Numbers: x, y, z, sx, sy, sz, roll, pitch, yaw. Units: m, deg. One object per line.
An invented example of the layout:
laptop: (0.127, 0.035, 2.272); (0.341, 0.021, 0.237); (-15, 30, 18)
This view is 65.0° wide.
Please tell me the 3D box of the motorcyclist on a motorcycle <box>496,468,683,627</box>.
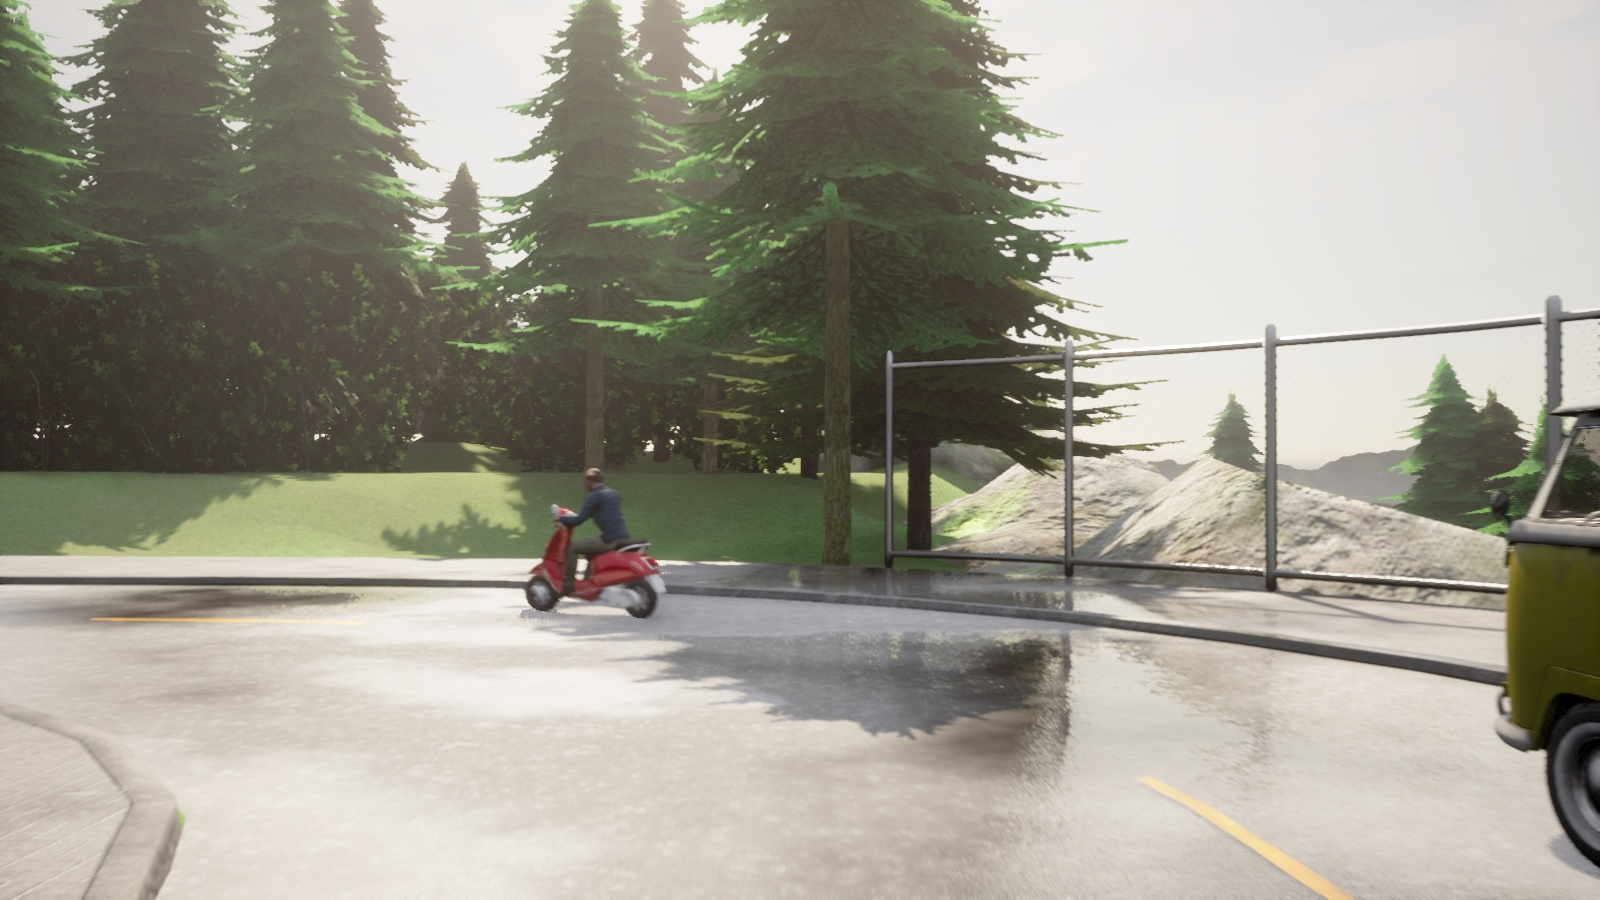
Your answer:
motorcyclist on a motorcycle: (-2.280, 1.007, 13.591); (1.817, 1.590, 0.866); (-1, 1, 28)

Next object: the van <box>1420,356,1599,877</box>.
van: (3.975, 0.616, 3.875); (1.775, 1.987, 4.442); (0, -1, -2)
